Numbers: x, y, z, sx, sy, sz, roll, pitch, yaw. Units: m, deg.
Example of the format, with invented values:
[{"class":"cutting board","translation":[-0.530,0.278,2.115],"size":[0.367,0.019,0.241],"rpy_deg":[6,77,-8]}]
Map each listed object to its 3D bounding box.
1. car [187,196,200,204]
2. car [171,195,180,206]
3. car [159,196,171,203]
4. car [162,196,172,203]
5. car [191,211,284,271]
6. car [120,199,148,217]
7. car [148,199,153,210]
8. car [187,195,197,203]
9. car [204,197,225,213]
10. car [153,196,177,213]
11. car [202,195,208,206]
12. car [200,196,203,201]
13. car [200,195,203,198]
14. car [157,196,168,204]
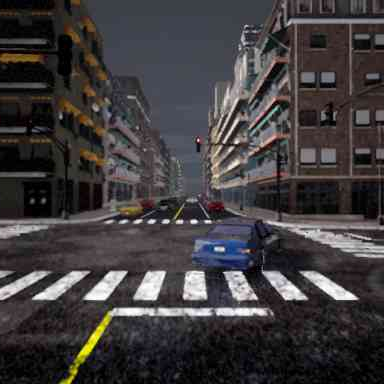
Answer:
[{"class":"car","translation":[0.011,1.671,63.475],"size":[1.895,1.301,4.718],"rpy_deg":[0,0,0]},{"class":"car","translation":[-3.057,1.566,55.131],"size":[1.837,1.490,4.892],"rpy_deg":[0,0,0]},{"class":"car","translation":[-5.672,1.630,70.341],"size":[2.008,1.369,4.403],"rpy_deg":[1,0,0]},{"class":"car","translation":[-5.671,1.631,75.864],"size":[1.887,1.381,4.507],"rpy_deg":[1,0,0]},{"class":"car","translation":[1.741,1.560,11.071],"size":[2.033,1.411,5.357],"rpy_deg":[0,0,24]},{"class":"car","translation":[-5.677,1.558,31.506],"size":[1.752,1.417,4.829],"rpy_deg":[1,0,0]},{"class":"car","translation":[-5.676,1.590,42.723],"size":[1.887,1.381,4.507],"rpy_deg":[1,0,0]},{"class":"car","translation":[0.012,1.539,73.452],"size":[2.128,1.511,4.902],"rpy_deg":[0,0,0]},{"class":"car","translation":[2.704,1.584,37.184],"size":[1.887,1.381,4.507],"rpy_deg":[1,0,0]},{"class":"car","translation":[-3.090,1.566,38.660],"size":[1.812,1.442,4.674],"rpy_deg":[0,0,0]},{"class":"car","translation":[2.706,1.486,42.708],"size":[1.967,1.590,4.097],"rpy_deg":[1,0,0]},{"class":"car","translation":[2.706,1.640,53.755],"size":[1.802,1.307,4.206],"rpy_deg":[1,0,0]},{"class":"car","translation":[3.014,1.451,85.497],"size":[2.097,1.767,4.553],"rpy_deg":[0,0,0]},{"class":"car","translation":[-5.672,1.597,64.647],"size":[1.752,1.417,4.829],"rpy_deg":[1,0,0]}]
